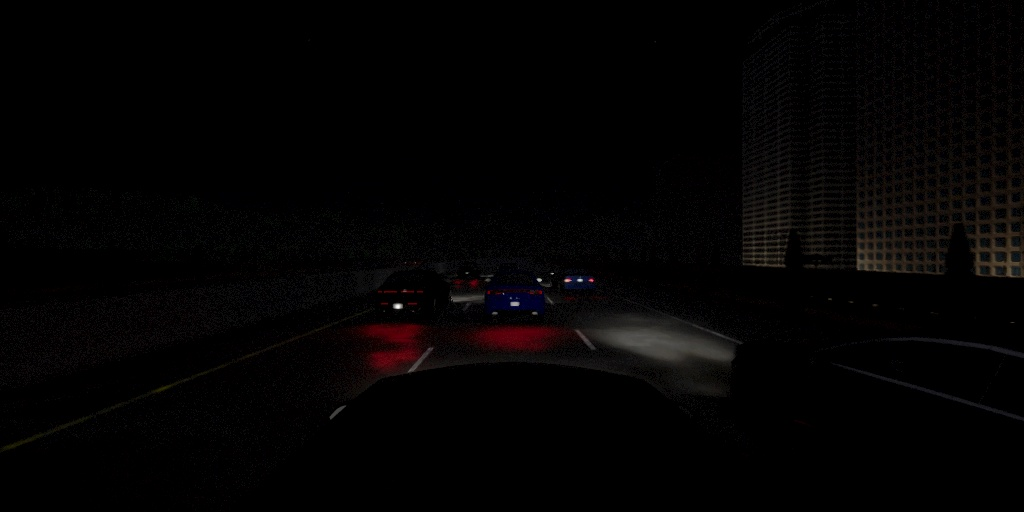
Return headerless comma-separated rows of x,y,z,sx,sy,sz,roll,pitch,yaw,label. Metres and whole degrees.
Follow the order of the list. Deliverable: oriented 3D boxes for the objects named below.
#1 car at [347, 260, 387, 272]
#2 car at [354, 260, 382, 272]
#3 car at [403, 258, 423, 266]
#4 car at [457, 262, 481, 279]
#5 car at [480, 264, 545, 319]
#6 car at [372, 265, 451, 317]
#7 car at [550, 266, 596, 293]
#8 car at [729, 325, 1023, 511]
-10.921,1.242,27.289,2.128,1.511,4.902,0,0,-2,car
-18.427,1.276,46.144,1.812,1.442,4.674,0,0,-1,car
-15.152,1.102,55.055,2.097,1.767,4.553,0,0,-1,car
-3.904,1.276,32.816,1.812,1.442,4.674,0,0,-2,car
0.061,1.228,12.803,1.882,1.535,5.008,0,0,-1,car
-3.444,1.255,13.165,1.837,1.490,4.892,0,0,-1,car
3.435,1.298,20.933,2.033,1.411,5.357,0,0,-1,car
3.601,1.242,2.485,2.128,1.511,4.902,0,0,0,car
